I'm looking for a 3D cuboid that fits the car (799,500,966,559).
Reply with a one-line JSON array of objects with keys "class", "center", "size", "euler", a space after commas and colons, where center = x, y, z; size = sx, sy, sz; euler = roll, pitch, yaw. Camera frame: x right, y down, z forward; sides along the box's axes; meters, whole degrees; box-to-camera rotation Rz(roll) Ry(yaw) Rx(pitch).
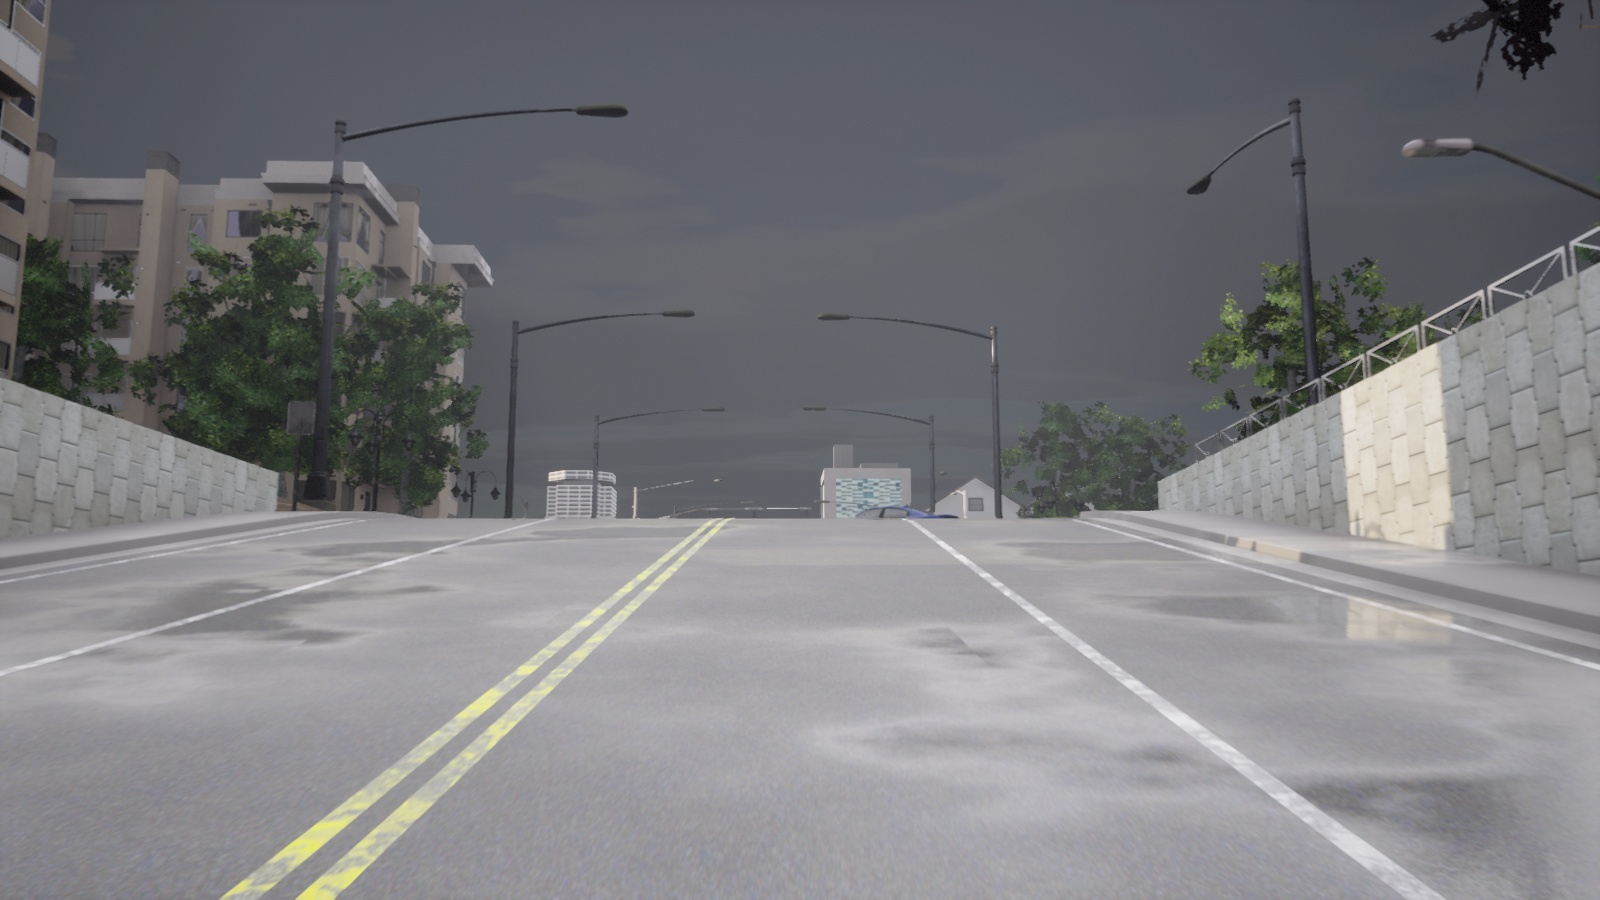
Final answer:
[{"class": "car", "center": [2.629, 2.613, 40.549], "size": [5.008, 1.535, 1.882], "euler": [-5, -9, 27]}]
